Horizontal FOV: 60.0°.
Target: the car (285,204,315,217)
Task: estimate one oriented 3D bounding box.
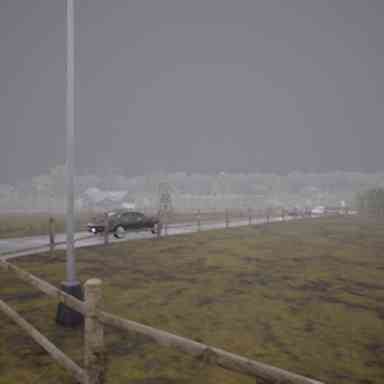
[{"bbox_3d":[14.544,2.657,44.589,1.994,1.385,4.181,-2,-3,36],"label":"car"}]

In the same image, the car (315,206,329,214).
[{"bbox_3d":[20.276,2.946,52.631,1.812,1.442,4.674,-2,-3,36],"label":"car"}]

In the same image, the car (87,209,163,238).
[{"bbox_3d":[-3.736,1.784,19.351,1.837,1.490,4.892,-2,-3,36],"label":"car"}]

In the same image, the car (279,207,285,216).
[{"bbox_3d":[14.648,2.663,49.539,2.097,1.767,4.553,-2,-3,36],"label":"car"}]
